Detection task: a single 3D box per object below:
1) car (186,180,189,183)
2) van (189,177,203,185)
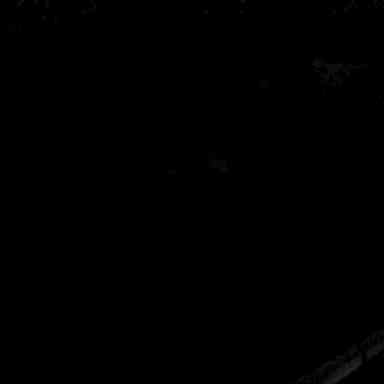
[{"bbox_3d":[-0.231,-2.401,77.512,2.163,1.488,4.792,5,3,39],"label":"car"},{"bbox_3d":[2.038,-2.476,75.887,1.878,1.987,4.442,5,3,39],"label":"van"}]
